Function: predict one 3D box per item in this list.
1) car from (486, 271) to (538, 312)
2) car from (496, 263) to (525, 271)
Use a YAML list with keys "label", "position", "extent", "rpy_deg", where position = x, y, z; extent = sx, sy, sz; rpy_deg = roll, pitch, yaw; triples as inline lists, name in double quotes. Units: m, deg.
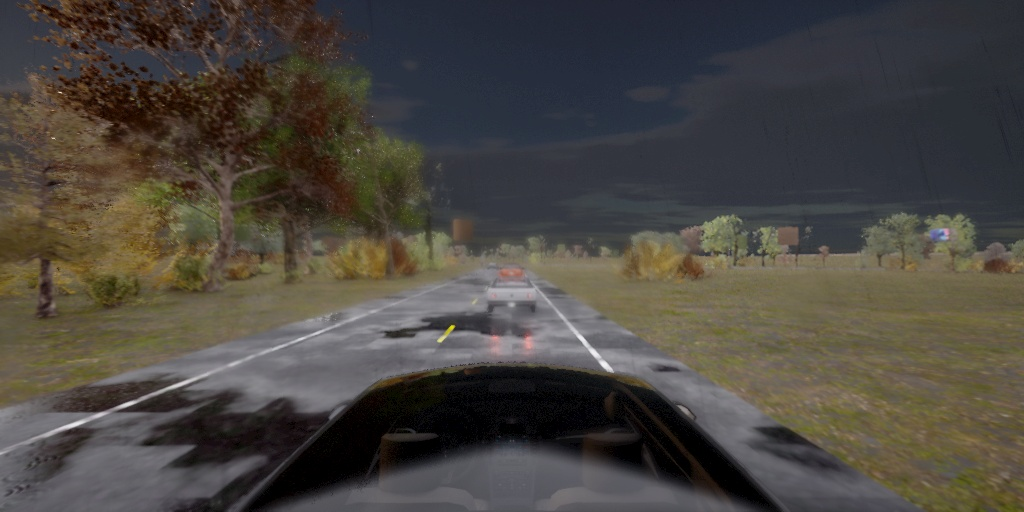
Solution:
- label: "car"
  position: [0.008, 1.488, 15.074]
  extent: [1.895, 1.301, 4.718]
  rpy_deg: [0, -1, 0]
- label: "car"
  position: [-0.001, 1.390, 30.245]
  extent: [2.097, 1.767, 4.553]
  rpy_deg: [0, -1, 0]
